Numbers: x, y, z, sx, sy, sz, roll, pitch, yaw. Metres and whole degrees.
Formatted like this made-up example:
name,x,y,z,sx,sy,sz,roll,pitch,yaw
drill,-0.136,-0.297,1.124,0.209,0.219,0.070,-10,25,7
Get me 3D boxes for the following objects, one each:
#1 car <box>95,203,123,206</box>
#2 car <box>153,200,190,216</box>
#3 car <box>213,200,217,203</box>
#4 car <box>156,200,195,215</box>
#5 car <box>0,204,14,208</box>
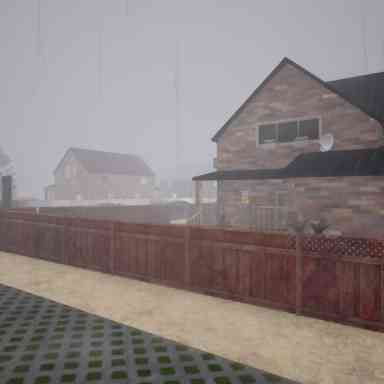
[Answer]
name,x,y,z,sx,sy,sz,roll,pitch,yaw
car,-7.607,1.680,29.663,2.033,1.411,5.357,0,0,36
car,-2.260,1.666,32.099,2.128,1.511,4.902,0,0,35
car,4.161,1.744,46.159,1.882,1.535,5.008,0,0,36
car,-1.793,1.701,37.833,1.837,1.490,4.892,0,0,35
car,-13.252,1.579,21.632,1.837,1.490,4.892,0,0,34
